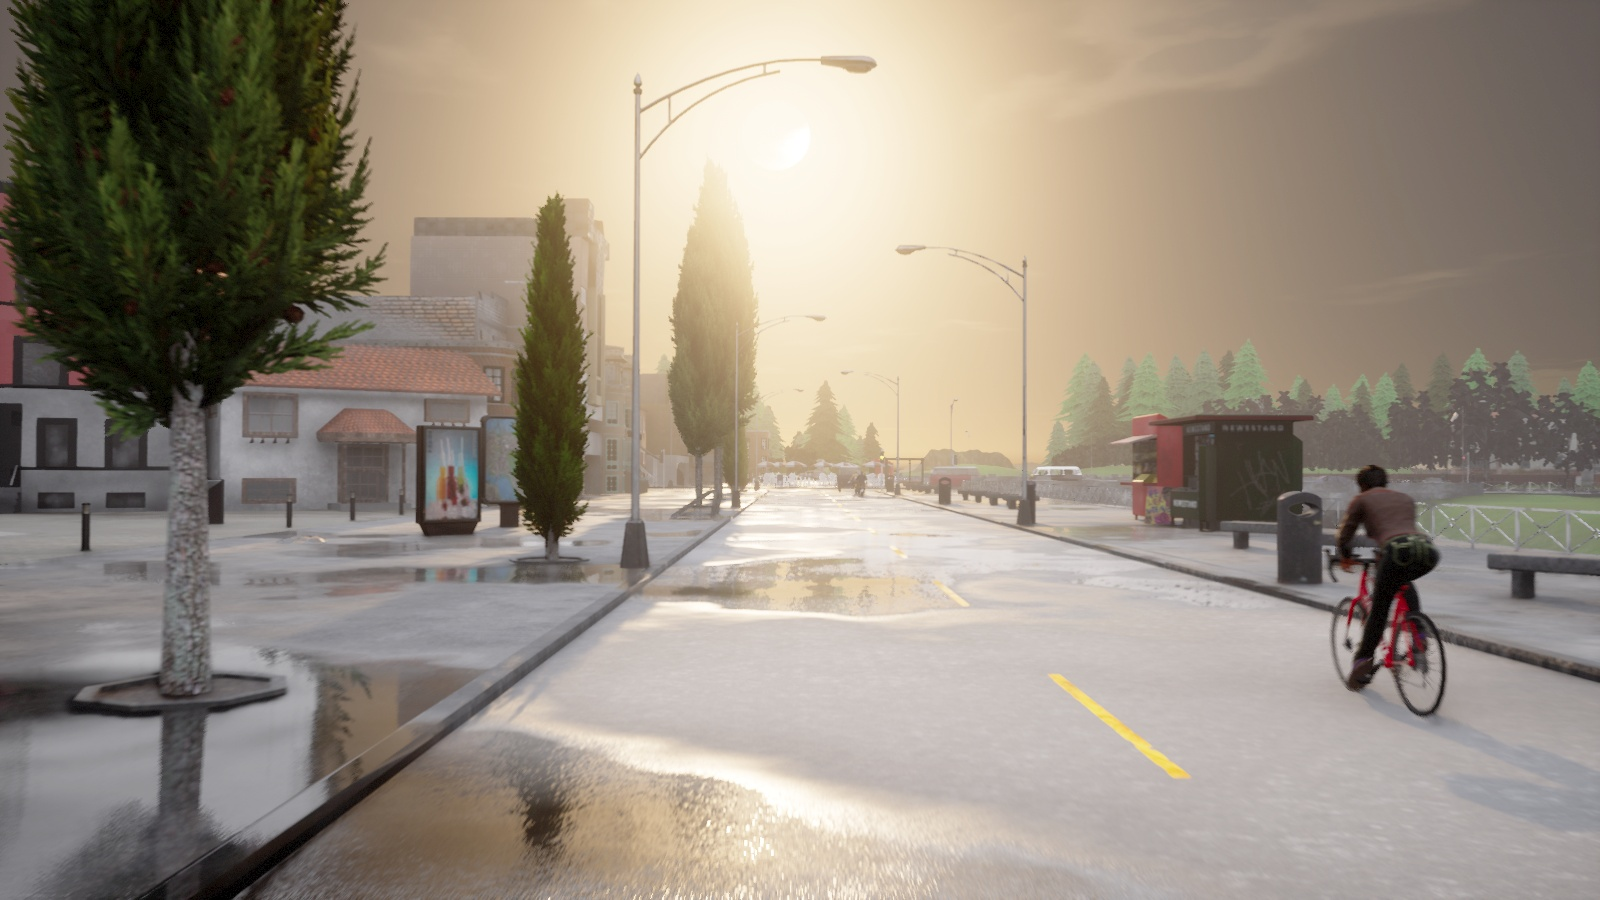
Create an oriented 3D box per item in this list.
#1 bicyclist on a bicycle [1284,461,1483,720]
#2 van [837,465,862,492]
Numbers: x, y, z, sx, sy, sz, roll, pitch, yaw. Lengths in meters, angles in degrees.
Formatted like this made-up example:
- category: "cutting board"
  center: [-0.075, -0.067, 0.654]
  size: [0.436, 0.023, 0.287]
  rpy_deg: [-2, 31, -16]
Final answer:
- category: "bicyclist on a bicycle"
  center: [3.976, 0.897, 8.702]
  size: [0.582, 1.620, 1.656]
  rpy_deg: [0, -1, 0]
- category: "van"
  center: [3.781, 2.170, 96.759]
  size: [1.775, 1.987, 4.442]
  rpy_deg: [0, -1, 1]
